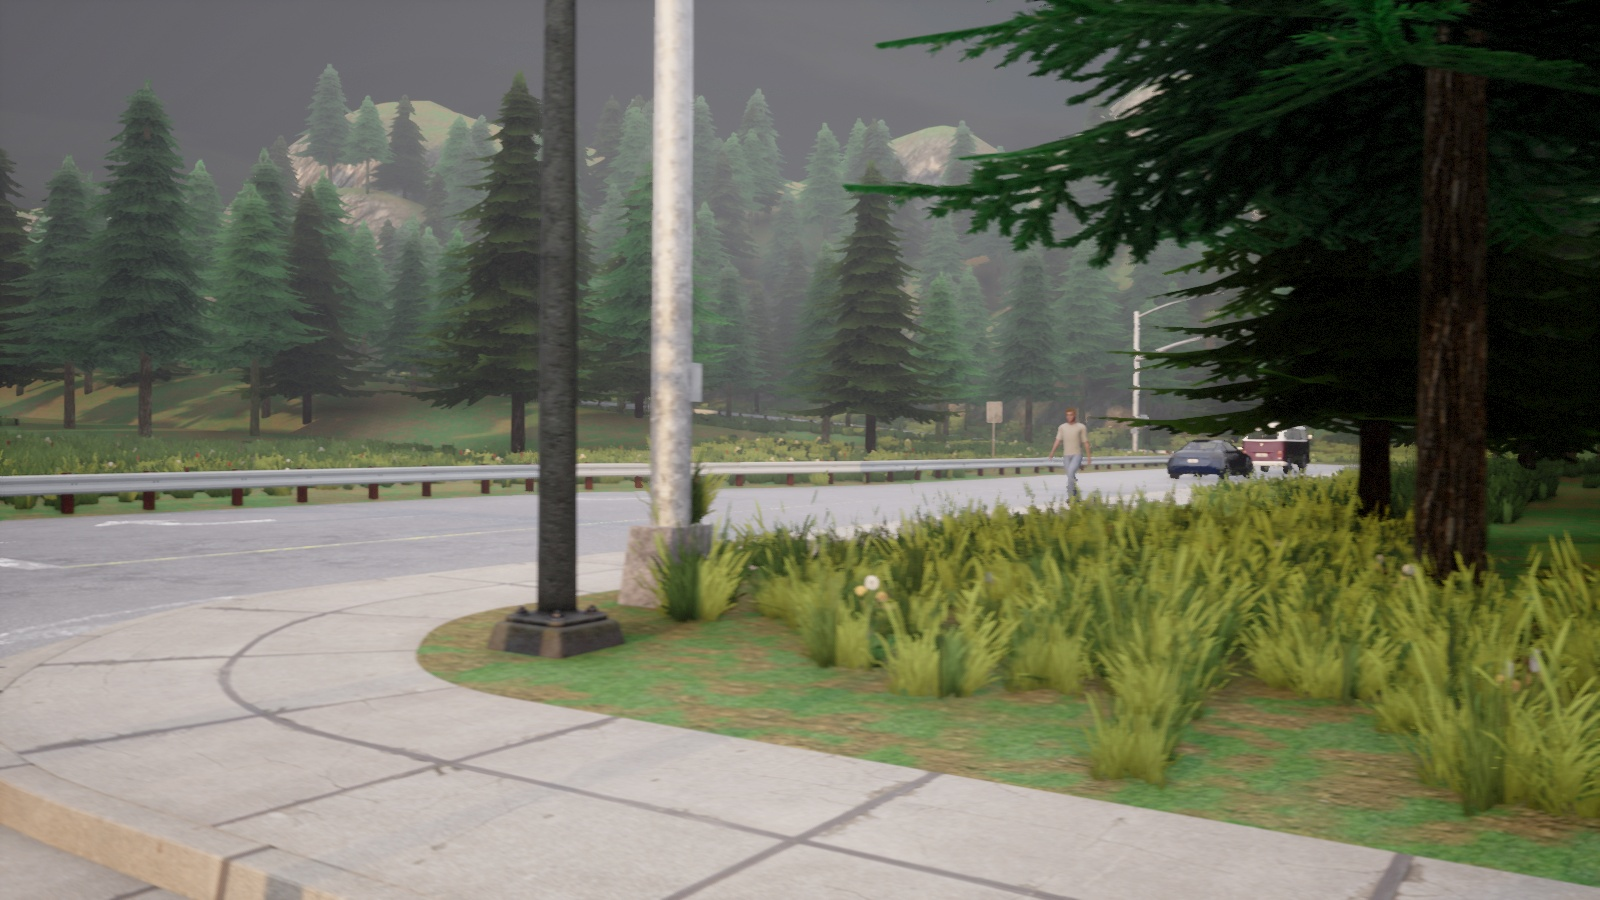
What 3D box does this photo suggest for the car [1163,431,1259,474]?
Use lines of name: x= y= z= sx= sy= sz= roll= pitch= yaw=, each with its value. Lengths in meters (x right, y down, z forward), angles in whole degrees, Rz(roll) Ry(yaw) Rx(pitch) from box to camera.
car: x=14.269 y=0.065 z=43.474 sx=1.994 sy=1.385 sz=4.181 roll=0 pitch=1 yaw=35

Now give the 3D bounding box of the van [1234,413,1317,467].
van: x=19.182 y=-0.417 z=50.550 sx=2.069 sy=2.038 sz=4.480 roll=0 pitch=1 yaw=35

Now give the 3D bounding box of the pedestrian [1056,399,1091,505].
pedestrian: x=4.856 y=0.031 z=22.279 sx=0.354 sy=1.836 sz=0.706 roll=0 pitch=1 yaw=36
